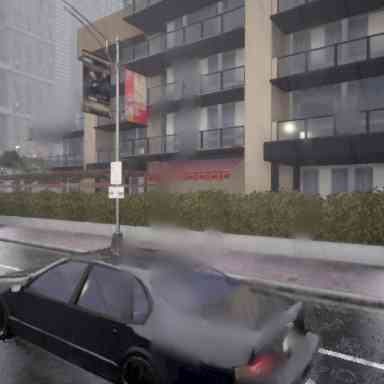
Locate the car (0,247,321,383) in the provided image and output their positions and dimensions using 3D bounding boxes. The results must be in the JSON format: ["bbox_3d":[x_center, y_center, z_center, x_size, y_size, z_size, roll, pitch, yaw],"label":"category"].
[{"bbox_3d":[-1.073,1.548,4.788,5.357,1.411,2.033,0,0,36],"label":"car"}]
